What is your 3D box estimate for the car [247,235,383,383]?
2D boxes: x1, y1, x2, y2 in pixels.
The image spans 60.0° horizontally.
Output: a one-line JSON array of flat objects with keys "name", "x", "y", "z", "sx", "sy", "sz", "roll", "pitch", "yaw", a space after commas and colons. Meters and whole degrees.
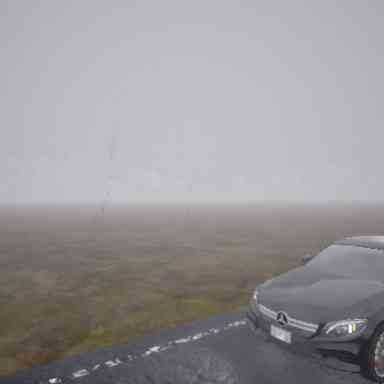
[{"name": "car", "x": 2.999, "y": 1.508, "z": 5.513, "sx": 4.674, "sy": 1.442, "sz": 1.812, "roll": 0, "pitch": 0, "yaw": -35}]
